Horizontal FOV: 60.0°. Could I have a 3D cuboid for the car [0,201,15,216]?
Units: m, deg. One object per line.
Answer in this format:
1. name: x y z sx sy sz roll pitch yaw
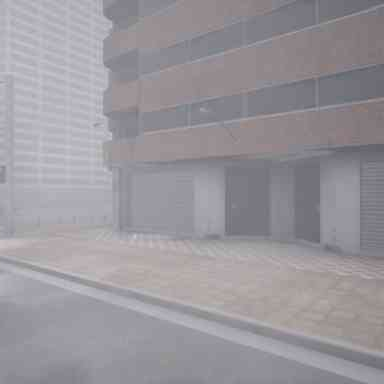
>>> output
1. car: -18.653 1.525 30.295 1.812 1.442 4.674 0 0 38
